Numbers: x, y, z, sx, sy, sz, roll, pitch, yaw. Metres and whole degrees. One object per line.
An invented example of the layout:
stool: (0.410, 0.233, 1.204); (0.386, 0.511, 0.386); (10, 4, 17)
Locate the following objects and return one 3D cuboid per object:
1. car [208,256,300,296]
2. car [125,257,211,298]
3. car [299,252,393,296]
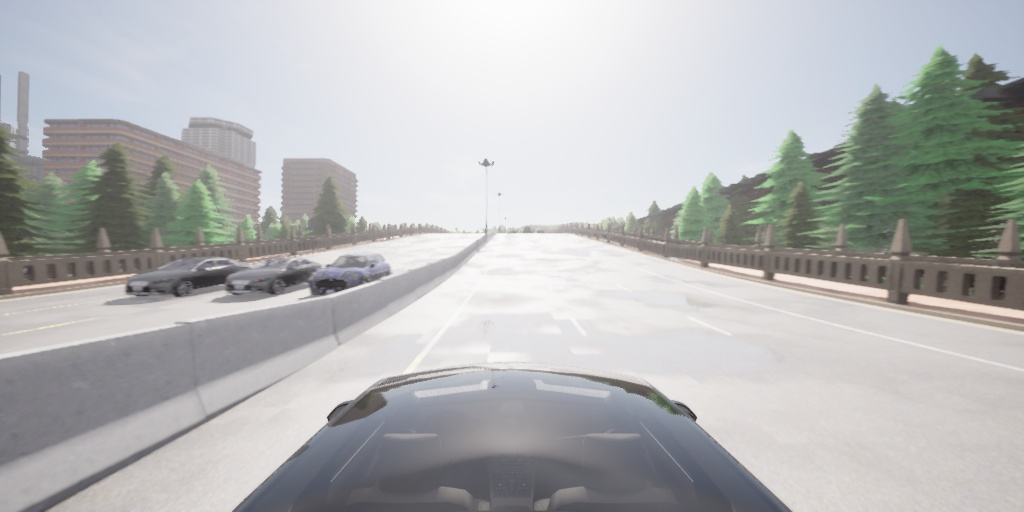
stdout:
car: (-10.544, 0.808, 16.331); (2.128, 1.511, 4.902); (0, 3, 0)
car: (-14.037, 0.832, 15.895); (2.128, 1.511, 4.902); (0, 3, 1)
car: (-7.043, 0.679, 16.134); (2.097, 1.767, 4.553); (0, 3, 1)
